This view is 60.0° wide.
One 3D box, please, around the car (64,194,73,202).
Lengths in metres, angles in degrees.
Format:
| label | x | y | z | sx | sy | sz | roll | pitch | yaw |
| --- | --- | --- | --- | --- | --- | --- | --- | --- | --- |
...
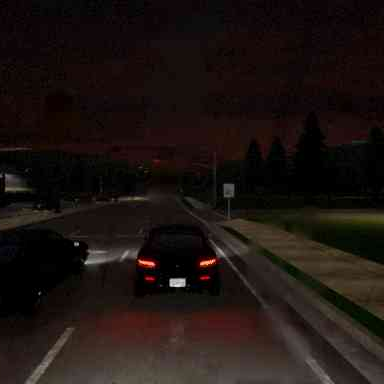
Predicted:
| label | x | y | z | sx | sy | sz | roll | pitch | yaw |
| --- | --- | --- | --- | --- | --- | --- | --- | --- | --- |
| car | -27.313 | 1.352 | 75.229 | 2.097 | 1.767 | 4.553 | 0 | 0 | -3 |

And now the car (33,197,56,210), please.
| label | x | y | z | sx | sy | sz | roll | pitch | yaw |
| --- | --- | --- | --- | --- | --- | --- | --- | --- | --- |
| car | -18.432 | 1.490 | 42.128 | 2.128 | 1.511 | 4.902 | 0 | 0 | -4 |

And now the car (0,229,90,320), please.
| label | x | y | z | sx | sy | sz | roll | pitch | yaw |
| --- | --- | --- | --- | --- | --- | --- | --- | --- | --- |
| car | -3.840 | 1.547 | 7.424 | 2.033 | 1.411 | 5.357 | 0 | 0 | -3 |

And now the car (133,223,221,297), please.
| label | x | y | z | sx | sy | sz | roll | pitch | yaw |
| --- | --- | --- | --- | --- | --- | --- | --- | --- | --- |
| car | -0.391 | 1.525 | 8.499 | 1.812 | 1.442 | 4.674 | 0 | 0 | -3 |

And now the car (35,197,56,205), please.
| label | x | y | z | sx | sy | sz | roll | pitch | yaw |
| --- | --- | --- | --- | --- | --- | --- | --- | --- | --- |
| car | -26.549 | 1.598 | 60.449 | 1.895 | 1.301 | 4.718 | 0 | 0 | -3 |

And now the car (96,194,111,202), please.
| label | x | y | z | sx | sy | sz | roll | pitch | yaw |
| --- | --- | --- | --- | --- | --- | --- | --- | --- | --- |
| car | -20.304 | 1.550 | 75.256 | 1.994 | 1.385 | 4.181 | 0 | 0 | -3 |

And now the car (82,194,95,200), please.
| label | x | y | z | sx | sy | sz | roll | pitch | yaw |
| --- | --- | --- | --- | --- | --- | --- | --- | --- | --- |
| car | -28.141 | 1.294 | 90.602 | 2.033 | 1.411 | 5.357 | 0 | 0 | -3 |

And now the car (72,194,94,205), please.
| label | x | y | z | sx | sy | sz | roll | pitch | yaw |
| --- | --- | --- | --- | --- | --- | --- | --- | --- | --- |
| car | -19.563 | 1.349 | 60.476 | 2.097 | 1.767 | 4.553 | 0 | 0 | -3 |

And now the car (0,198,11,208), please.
| label | x | y | z | sx | sy | sz | roll | pitch | yaw |
| --- | --- | --- | --- | --- | --- | --- | --- | --- | --- |
| car | -27.482 | 1.491 | 45.785 | 2.128 | 1.511 | 4.902 | 1 | 0 | 23 |

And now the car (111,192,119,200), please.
| label | x | y | z | sx | sy | sz | roll | pitch | yaw |
| --- | --- | --- | --- | --- | --- | --- | --- | --- | --- |
| car | -21.108 | 1.122 | 90.175 | 2.150 | 2.045 | 5.566 | 0 | 0 | -3 |
